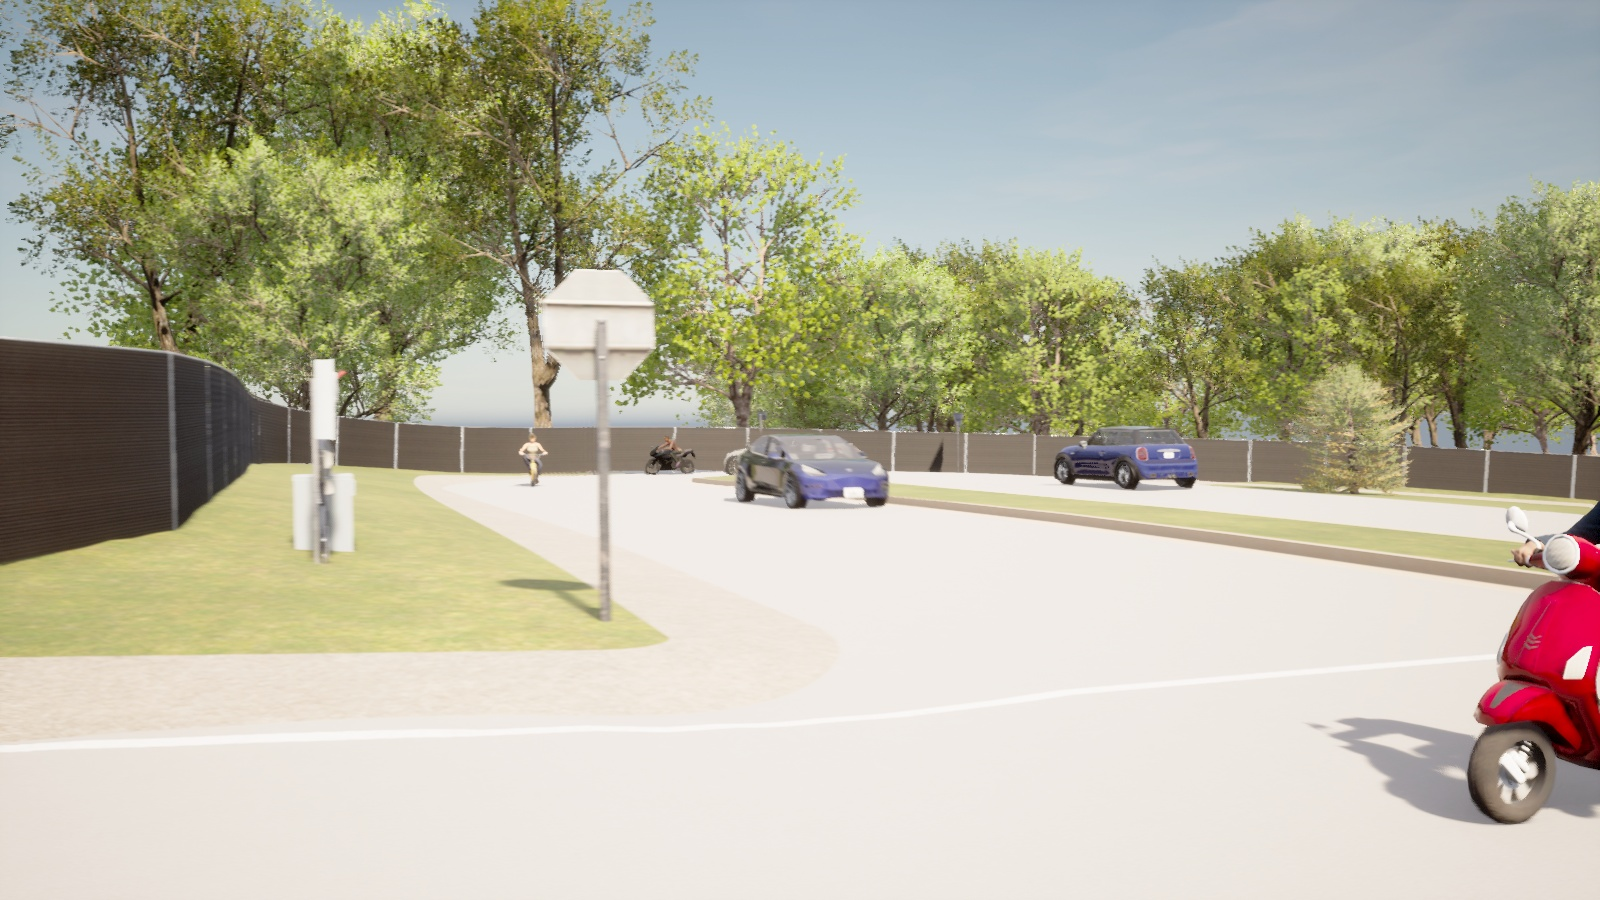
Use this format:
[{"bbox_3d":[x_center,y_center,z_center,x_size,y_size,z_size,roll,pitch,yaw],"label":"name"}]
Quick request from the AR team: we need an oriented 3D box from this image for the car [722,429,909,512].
[{"bbox_3d":[0.181,0.381,25.834,2.163,1.488,4.792,-2,0,-21],"label":"car"}]

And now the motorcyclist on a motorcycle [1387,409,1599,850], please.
[{"bbox_3d":[3.504,0.625,5.258,1.817,1.590,0.866,-2,2,-21],"label":"motorcyclist on a motorcycle"}]

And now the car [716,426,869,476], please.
[{"bbox_3d":[-0.289,0.040,44.783,5.027,1.651,2.152,-1,1,31],"label":"car"}]

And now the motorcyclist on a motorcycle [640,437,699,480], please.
[{"bbox_3d":[-4.938,0.296,47.631,2.044,1.523,0.797,-2,3,-25],"label":"motorcyclist on a motorcycle"}]

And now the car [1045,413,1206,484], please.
[{"bbox_3d":[8.977,-0.068,35.050,2.097,1.767,4.553,-2,1,-20],"label":"car"}]

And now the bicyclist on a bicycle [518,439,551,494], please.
[{"bbox_3d":[-8.056,0.491,38.035,0.866,1.612,1.509,-1,1,-15],"label":"bicyclist on a bicycle"}]
